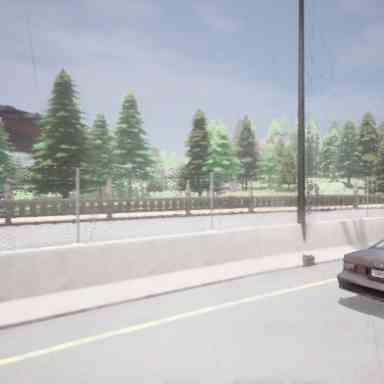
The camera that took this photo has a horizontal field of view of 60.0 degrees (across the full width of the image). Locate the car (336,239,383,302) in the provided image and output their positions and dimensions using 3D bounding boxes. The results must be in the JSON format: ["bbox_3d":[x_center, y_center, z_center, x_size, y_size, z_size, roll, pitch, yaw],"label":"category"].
[{"bbox_3d":[5.435,1.446,7.032,5.357,1.411,2.033,-1,1,-30],"label":"car"}]
